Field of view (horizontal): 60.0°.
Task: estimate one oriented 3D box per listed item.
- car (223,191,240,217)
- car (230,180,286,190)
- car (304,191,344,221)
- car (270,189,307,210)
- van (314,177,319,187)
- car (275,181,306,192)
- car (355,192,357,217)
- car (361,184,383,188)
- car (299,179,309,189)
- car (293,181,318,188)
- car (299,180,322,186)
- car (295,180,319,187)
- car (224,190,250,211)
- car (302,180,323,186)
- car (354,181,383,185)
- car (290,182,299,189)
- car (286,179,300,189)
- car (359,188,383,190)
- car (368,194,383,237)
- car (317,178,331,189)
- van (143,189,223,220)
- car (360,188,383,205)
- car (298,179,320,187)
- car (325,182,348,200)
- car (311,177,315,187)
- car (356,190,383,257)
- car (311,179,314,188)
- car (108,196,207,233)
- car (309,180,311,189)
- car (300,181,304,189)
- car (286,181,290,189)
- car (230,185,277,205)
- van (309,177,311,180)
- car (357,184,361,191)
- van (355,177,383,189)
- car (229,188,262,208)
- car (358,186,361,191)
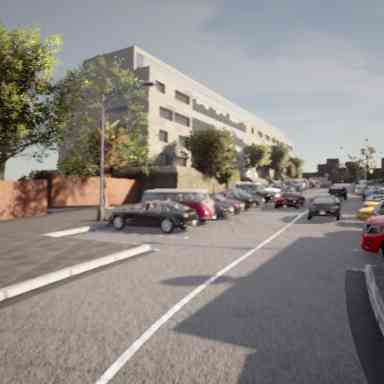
[{"bbox_3d":[0.368,0.933,22.198,4.892,1.521,2.231,1,3,26],"label":"car"},{"bbox_3d":[6.481,0.021,34.725,5.566,2.045,2.435,1,3,26],"label":"car"},{"bbox_3d":[8.600,0.919,21.424,1.812,1.442,4.674,1,3,26],"label":"car"},{"bbox_3d":[8.209,0.693,27.925,1.895,1.301,4.718,1,3,26],"label":"car"},{"bbox_3d":[23.600,-1.800,69.843,4.442,1.987,1.878,1,3,26],"label":"van"},{"bbox_3d":[16.221,-0.909,54.818,4.553,1.767,2.185,1,3,26],"label":"car"},{"bbox_3d":[11.559,1.023,17.428,5.366,1.575,1.946,1,3,26],"label":"car"},{"bbox_3d":[15.593,0.486,25.252,4.553,1.767,2.185,1,3,26],"label":"car"},{"bbox_3d":[14.949,-0.903,52.326,5.566,2.045,2.435,1,3,26],"label":"car"},{"bbox_3d":[24.709,-1.707,72.418,4.892,1.521,2.231,1,3,26],"label":"car"},{"bbox_3d":[29.416,-2.241,82.540,5.366,1.575,1.946,1,3,26],"label":"car"},{"bbox_3d":[25.937,-1.839,74.924,4.892,1.521,2.231,1,3,26],"label":"car"},{"bbox_3d":[1.588,0.840,24.706,4.674,1.452,2.002,1,3,26],"label":"car"},{"bbox_3d":[30.774,-2.339,84.984,4.792,1.488,2.163,1,3,26],"label":"car"},{"bbox_3d":[40.823,-2.376,77.313,5.566,2.045,2.435,1,3,26],"label":"car"},{"bbox_3d":[11.353,-0.226,44.780,4.792,1.488,2.163,1,3,26],"label":"car"},{"bbox_3d":[12.514,-0.514,47.312,4.553,1.767,2.185,1,3,26],"label":"car"},{"bbox_3d":[14.346,0.745,22.741,4.892,1.521,2.231,1,3,26],"label":"car"},{"bbox_3d":[10.415,1.036,14.711,4.553,1.767,2.185,1,3,26],"label":"car"},{"bbox_3d":[26.520,-1.549,65.477,2.097,1.767,4.553,1,3,26],"label":"car"},{"bbox_3d":[-0.741,0.834,19.623,4.442,1.987,1.878,1,2,26],"label":"van"},{"bbox_3d":[18.124,0.373,30.557,4.674,1.452,2.002,1,3,26],"label":"car"},{"bbox_3d":[27.175,-2.097,77.416,4.553,1.767,2.185,1,3,26],"label":"car"},{"bbox_3d":[16.629,0.000,37.986,1.882,1.535,5.008,1,3,26],"label":"car"},{"bbox_3d":[21.034,-1.438,64.888,4.553,1.767,2.185,1,3,26],"label":"car"},{"bbox_3d":[7.900,1.113,9.513,5.566,2.045,2.435,1,2,26],"label":"car"},{"bbox_3d":[19.849,-1.140,62.372,4.674,1.452,2.002,1,3,26],"label":"car"},{"bbox_3d":[-2.062,1.165,17.155,4.892,1.521,2.231,1,2,26],"label":"car"},{"bbox_3d":[17.386,-0.886,57.360,4.792,1.488,2.163,1,3,26],"label":"car"},{"bbox_3d":[13.735,-0.491,49.830,4.792,1.488,2.163,1,3,26],"label":"car"},{"bbox_3d":[8.808,-0.112,39.666,4.553,1.767,2.185,1,3,26],"label":"car"},{"bbox_3d":[5.246,0.404,32.234,5.008,1.535,2.097,1,3,26],"label":"car"},{"bbox_3d":[18.521,-1.275,59.900,4.442,1.987,1.878,1,3,26],"label":"van"},{"bbox_3d":[19.459,0.229,33.310,4.674,1.452,2.002,1,3,26],"label":"car"},{"bbox_3d":[39.687,-2.218,74.766,4.442,1.987,1.878,1,3,26],"label":"van"},{"bbox_3d":[2.758,0.675,27.100,4.892,1.521,2.231,1,3,26],"label":"car"},{"bbox_3d":[16.873,0.502,27.901,4.792,1.488,2.163,1,3,26],"label":"car"}]
